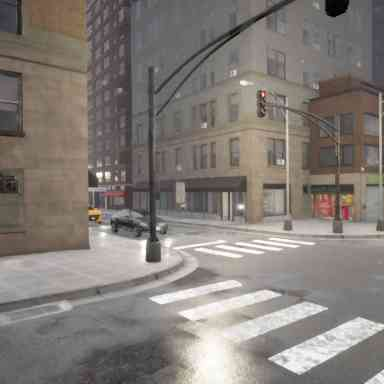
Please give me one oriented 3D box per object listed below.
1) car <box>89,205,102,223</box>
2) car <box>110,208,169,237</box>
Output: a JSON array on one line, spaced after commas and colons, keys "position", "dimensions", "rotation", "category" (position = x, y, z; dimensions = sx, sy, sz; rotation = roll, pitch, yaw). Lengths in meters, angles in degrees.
[{"position": [-8.939, 1.732, 26.976], "dimensions": [1.882, 1.535, 5.008], "rotation": [-1, 0, -37], "category": "car"}, {"position": [-3.224, 1.695, 19.473], "dimensions": [1.812, 1.442, 4.674], "rotation": [-1, 0, -38], "category": "car"}]
